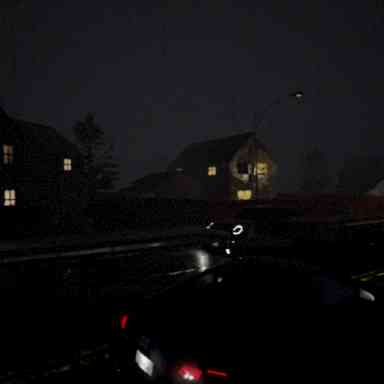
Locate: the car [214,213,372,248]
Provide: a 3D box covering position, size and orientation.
[{"bbox_3d":[3.465,1.545,10.137,5.357,1.411,2.033,0,0,-35],"label":"car"}]

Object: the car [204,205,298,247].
[{"bbox_3d":[2.697,1.348,13.579,4.553,1.767,2.097,0,0,-35],"label":"car"}]

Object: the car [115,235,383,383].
[{"bbox_3d":[1.184,1.564,4.279,4.181,1.385,1.994,0,0,-35],"label":"car"}]
